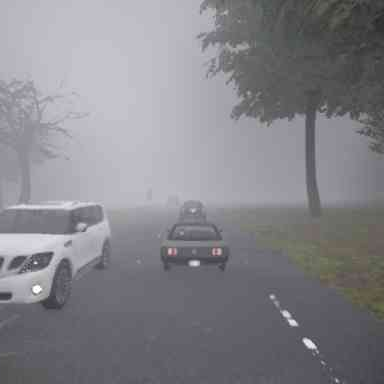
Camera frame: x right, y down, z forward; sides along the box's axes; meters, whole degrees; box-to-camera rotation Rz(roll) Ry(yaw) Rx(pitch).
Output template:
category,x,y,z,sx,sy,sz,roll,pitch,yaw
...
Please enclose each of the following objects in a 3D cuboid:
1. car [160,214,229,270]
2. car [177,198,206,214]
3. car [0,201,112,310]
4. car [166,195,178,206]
category,x,y,z,sx,sy,sz,roll,pitch,yaw
car,0.082,1.646,11.186,1.895,1.301,4.718,0,0,0
car,0.082,1.482,27.413,2.097,1.767,4.553,0,0,0
car,-3.559,1.256,8.244,2.150,2.045,5.566,0,-1,0
car,-3.531,1.625,62.305,2.150,2.045,5.566,0,0,1
